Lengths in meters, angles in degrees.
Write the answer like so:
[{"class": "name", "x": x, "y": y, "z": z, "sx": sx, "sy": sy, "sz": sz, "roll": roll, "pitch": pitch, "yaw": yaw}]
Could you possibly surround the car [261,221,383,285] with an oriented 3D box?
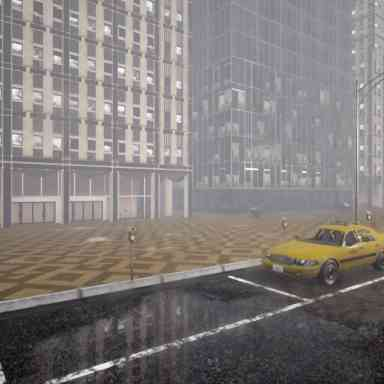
[{"class": "car", "x": 4.037, "y": 1.526, "z": 9.454, "sx": 4.829, "sy": 1.417, "sz": 1.752, "roll": 0, "pitch": 0, "yaw": -36}]
